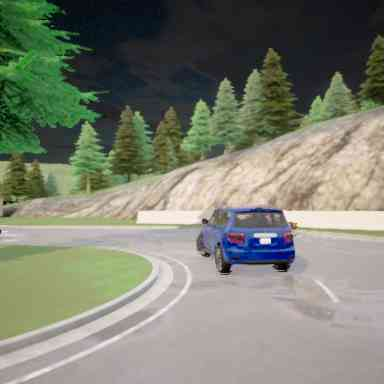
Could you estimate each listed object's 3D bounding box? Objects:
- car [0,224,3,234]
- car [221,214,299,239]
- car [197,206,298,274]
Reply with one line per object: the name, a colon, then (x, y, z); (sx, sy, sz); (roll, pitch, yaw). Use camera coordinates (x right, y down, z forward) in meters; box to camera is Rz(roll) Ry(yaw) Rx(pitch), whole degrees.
car: (-15.644, 2.522, 22.786); (5.357, 1.411, 2.033); (-2, -2, 17)
car: (4.214, 2.113, 21.292); (1.895, 1.301, 4.718); (0, -2, -41)
car: (1.668, 1.527, 11.869); (2.150, 2.045, 5.566); (0, -2, -8)
